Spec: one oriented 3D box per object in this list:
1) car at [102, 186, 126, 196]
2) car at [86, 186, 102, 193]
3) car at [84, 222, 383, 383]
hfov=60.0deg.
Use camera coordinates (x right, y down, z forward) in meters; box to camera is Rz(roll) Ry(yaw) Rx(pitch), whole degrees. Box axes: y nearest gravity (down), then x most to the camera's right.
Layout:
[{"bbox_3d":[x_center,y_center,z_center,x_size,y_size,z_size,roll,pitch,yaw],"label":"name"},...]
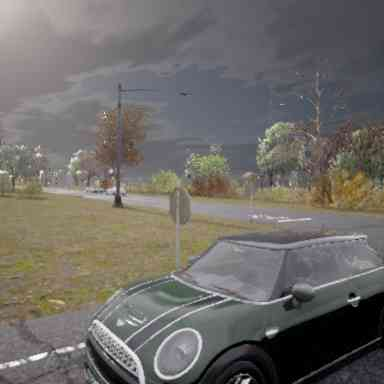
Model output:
[{"bbox_3d":[-11.961,-0.201,52.070,1.812,1.442,4.674,0,2,-36],"label":"car"},{"bbox_3d":[-17.551,-0.436,59.905,1.895,1.301,4.718,0,2,-36],"label":"car"},{"bbox_3d":[0.956,1.370,4.544,4.553,1.767,2.097,0,0,-35],"label":"car"}]
